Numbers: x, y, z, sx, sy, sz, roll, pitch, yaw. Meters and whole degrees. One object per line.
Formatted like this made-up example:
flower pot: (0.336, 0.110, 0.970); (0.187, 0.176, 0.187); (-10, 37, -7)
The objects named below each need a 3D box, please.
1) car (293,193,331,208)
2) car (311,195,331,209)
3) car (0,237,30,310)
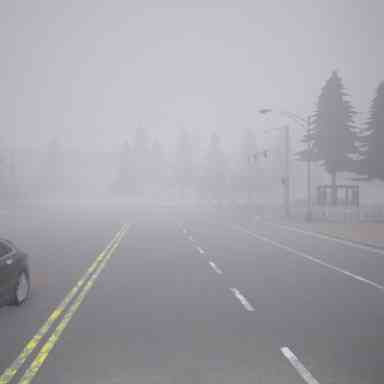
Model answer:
car: (17.080, 1.163, 46.471); (5.566, 2.045, 2.150); (0, 0, -7)
car: (18.471, 1.449, 43.097); (4.892, 1.490, 1.837); (0, 0, -6)
car: (-4.107, 1.506, 5.125); (1.837, 1.490, 4.892); (0, 0, -7)
